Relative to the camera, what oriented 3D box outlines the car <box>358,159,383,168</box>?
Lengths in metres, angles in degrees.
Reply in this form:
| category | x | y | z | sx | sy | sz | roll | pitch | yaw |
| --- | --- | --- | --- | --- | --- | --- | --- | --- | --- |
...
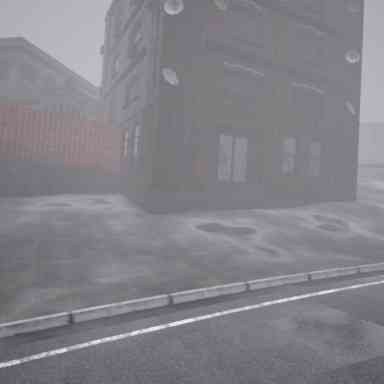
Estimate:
| category | x | y | z | sx | sy | sz | roll | pitch | yaw |
| --- | --- | --- | --- | --- | --- | --- | --- | --- | --- |
| car | 22.585 | -3.272 | 42.057 | 4.553 | 1.767 | 2.185 | 2 | -3 | 16 |
